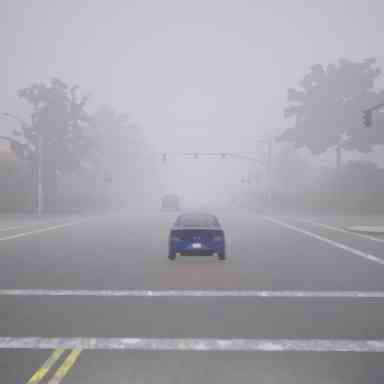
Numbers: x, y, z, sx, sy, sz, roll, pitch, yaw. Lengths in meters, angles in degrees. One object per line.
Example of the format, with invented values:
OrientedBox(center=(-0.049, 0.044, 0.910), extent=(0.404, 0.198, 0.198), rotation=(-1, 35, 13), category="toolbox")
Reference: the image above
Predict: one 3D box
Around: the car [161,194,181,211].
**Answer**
OrientedBox(center=(-2.825, 1.336, 43.653), extent=(2.150, 2.045, 5.566), rotation=(0, 0, -2), category="car")

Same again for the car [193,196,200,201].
OrientedBox(center=(1.193, 1.775, 88.329), extent=(1.994, 1.385, 4.181), rotation=(0, 0, 0), category="car")

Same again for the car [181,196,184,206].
OrientedBox(center=(-2.655, 1.667, 54.257), extent=(1.812, 1.442, 4.674), rotation=(0, 0, 1), category="car")

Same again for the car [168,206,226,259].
OrientedBox(center=(0.201, 1.511, 12.758), extent=(1.882, 1.535, 5.008), rotation=(0, 0, 1), category="car")

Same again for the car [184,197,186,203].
OrientedBox(center=(-2.418, 1.674, 75.217), extent=(1.882, 1.535, 5.008), rotation=(0, 0, 0), category="car")
